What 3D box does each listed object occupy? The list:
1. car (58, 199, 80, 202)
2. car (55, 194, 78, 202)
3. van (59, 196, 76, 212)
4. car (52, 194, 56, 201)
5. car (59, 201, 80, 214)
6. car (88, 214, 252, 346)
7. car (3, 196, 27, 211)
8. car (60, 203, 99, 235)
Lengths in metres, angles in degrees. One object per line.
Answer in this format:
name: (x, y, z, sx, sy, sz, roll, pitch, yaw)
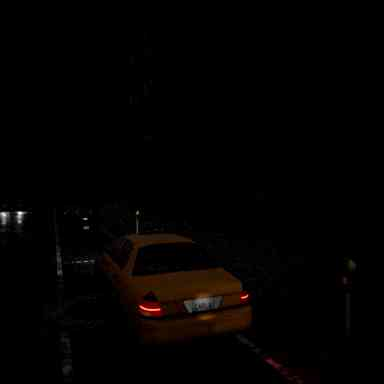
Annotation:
car: (-10.387, 1.567, 28.868, 1.947, 1.339, 4.313, 0, 0, -23)
car: (-12.514, 1.316, 33.967, 2.192, 1.841, 5.009, 0, 0, -23)
van: (-14.640, 1.342, 39.064, 1.690, 1.788, 3.998, 0, 0, -23)
car: (-31.802, 1.469, 79.461, 1.967, 1.590, 4.097, 0, 0, -24)
car: (-8.260, 1.551, 23.771, 2.008, 1.369, 4.403, 0, 0, -23)
car: (-0.841, 1.457, 6.743, 1.801, 1.575, 5.366, 0, 0, -23)
car: (-21.507, 1.564, 40.309, 1.812, 1.442, 4.674, 0, 0, -23)
car: (-6.134, 1.551, 18.673, 2.008, 1.369, 4.403, 0, 0, -23)
